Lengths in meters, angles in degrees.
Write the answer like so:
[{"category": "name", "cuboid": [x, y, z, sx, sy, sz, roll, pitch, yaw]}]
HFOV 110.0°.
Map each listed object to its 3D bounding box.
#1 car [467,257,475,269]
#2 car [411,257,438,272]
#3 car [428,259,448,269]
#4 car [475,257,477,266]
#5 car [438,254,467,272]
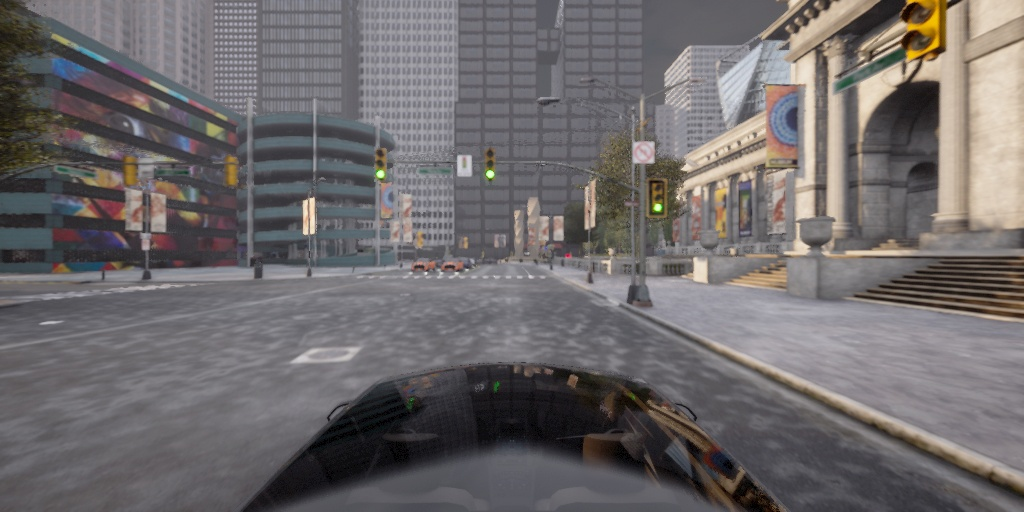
[{"category": "car", "cuboid": [-7.077, 0.921, 52.060, 2.097, 1.767, 4.553, 0, 0, 0]}, {"category": "car", "cuboid": [-10.596, 0.953, 43.161, 2.097, 1.767, 4.553, 0, 0, 0]}, {"category": "car", "cuboid": [-10.577, 1.134, 51.766, 1.994, 1.385, 4.181, 0, 0, 0]}, {"category": "car", "cuboid": [-7.341, 1.059, 61.824, 1.812, 1.442, 4.674, 0, 0, -7]}, {"category": "car", "cuboid": [-7.096, 0.953, 43.136, 2.097, 1.767, 4.553, 0, 0, 0]}]
